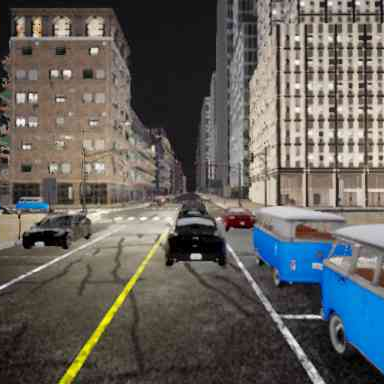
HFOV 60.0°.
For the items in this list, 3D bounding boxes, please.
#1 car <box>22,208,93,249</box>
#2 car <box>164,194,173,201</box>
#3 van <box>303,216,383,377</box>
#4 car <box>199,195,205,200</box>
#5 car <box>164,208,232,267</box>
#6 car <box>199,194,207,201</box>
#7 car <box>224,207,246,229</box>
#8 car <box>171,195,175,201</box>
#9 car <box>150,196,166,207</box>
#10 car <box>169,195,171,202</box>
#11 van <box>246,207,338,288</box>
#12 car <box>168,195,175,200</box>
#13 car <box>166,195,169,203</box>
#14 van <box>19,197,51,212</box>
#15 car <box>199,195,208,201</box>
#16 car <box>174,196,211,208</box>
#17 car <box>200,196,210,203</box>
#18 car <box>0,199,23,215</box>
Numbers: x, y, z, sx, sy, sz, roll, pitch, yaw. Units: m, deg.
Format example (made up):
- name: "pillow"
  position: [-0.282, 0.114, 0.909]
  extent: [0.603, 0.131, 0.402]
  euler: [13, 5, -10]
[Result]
- name: "car"
  position: [-5.673, 1.572, 14.569]
  extent: [1.947, 1.339, 4.313]
  euler: [1, 0, 0]
- name: "car"
  position: [-5.635, 1.424, 80.841]
  extent: [1.967, 1.590, 4.097]
  euler: [1, 0, 0]
- name: "van"
  position: [2.704, 1.343, 3.405]
  extent: [1.690, 1.788, 3.998]
  euler: [1, 0, 0]
- name: "car"
  position: [2.750, 1.499, 92.309]
  extent: [1.752, 1.417, 4.829]
  euler: [1, 0, 0]
- name: "car"
  position: [0.108, 1.510, 11.465]
  extent: [1.837, 1.490, 4.892]
  euler: [0, 0, 0]
- name: "car"
  position: [2.748, 1.419, 86.488]
  extent: [1.967, 1.590, 4.097]
  euler: [1, 0, 0]
- name: "car"
  position: [2.710, 1.552, 20.135]
  extent: [1.887, 1.381, 4.507]
  euler: [1, 0, 0]
- name: "car"
  position: [-5.640, 1.539, 75.190]
  extent: [2.008, 1.369, 4.403]
  euler: [1, 0, 0]
- name: "car"
  position: [-5.653, 1.588, 52.584]
  extent: [1.802, 1.307, 4.206]
  euler: [1, 0, 0]
- name: "car"
  position: [-5.646, 1.580, 63.887]
  extent: [1.802, 1.307, 4.206]
  euler: [1, 0, 0]
- name: "van"
  position: [2.707, 1.346, 8.981]
  extent: [1.690, 1.788, 3.998]
  euler: [1, 0, 0]
- name: "car"
  position: [-5.630, 1.500, 91.975]
  extent: [1.752, 1.417, 4.829]
  euler: [1, 0, 0]
- name: "car"
  position: [-5.647, 1.442, 58.236]
  extent: [1.967, 1.590, 4.097]
  euler: [1, 0, 0]
- name: "van"
  position: [-19.714, 1.538, 41.461]
  extent: [3.998, 1.788, 1.690]
  euler: [0, 0, 1]
- name: "car"
  position: [2.744, 1.535, 80.835]
  extent: [2.008, 1.369, 4.403]
  euler: [1, 0, 0]
- name: "car"
  position: [0.083, 1.359, 21.957]
  extent: [2.097, 1.767, 4.553]
  euler: [0, 0, -1]
- name: "car"
  position: [2.738, 1.538, 69.533]
  extent: [1.887, 1.381, 4.507]
  euler: [1, 0, 0]
- name: "car"
  position: [-19.826, 1.630, 33.080]
  extent: [4.403, 1.369, 2.008]
  euler: [0, 0, 1]
